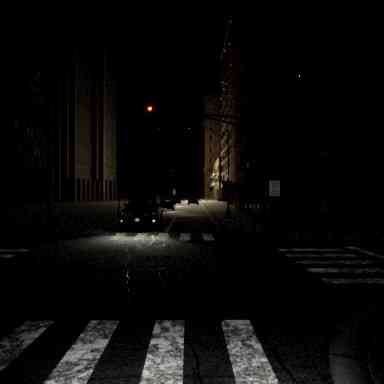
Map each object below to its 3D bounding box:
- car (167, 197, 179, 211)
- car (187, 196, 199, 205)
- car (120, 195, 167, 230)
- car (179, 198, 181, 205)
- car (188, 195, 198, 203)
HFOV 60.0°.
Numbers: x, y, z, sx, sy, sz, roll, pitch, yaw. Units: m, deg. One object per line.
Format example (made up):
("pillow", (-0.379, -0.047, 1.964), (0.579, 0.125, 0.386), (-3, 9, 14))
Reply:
("car", (-3.033, 1.548, 40.848), (2.033, 1.411, 5.357), (0, 0, 0))
("car", (0.196, 1.525, 57.937), (1.812, 1.442, 4.674), (0, 0, 0))
("car", (-3.068, 1.223, 21.479), (2.150, 2.045, 5.566), (0, 0, 0))
("car", (-2.908, 1.613, 58.847), (1.895, 1.301, 4.718), (0, 0, 0))
("car", (0.208, 1.476, 67.846), (1.882, 1.535, 5.008), (0, 0, 0))
